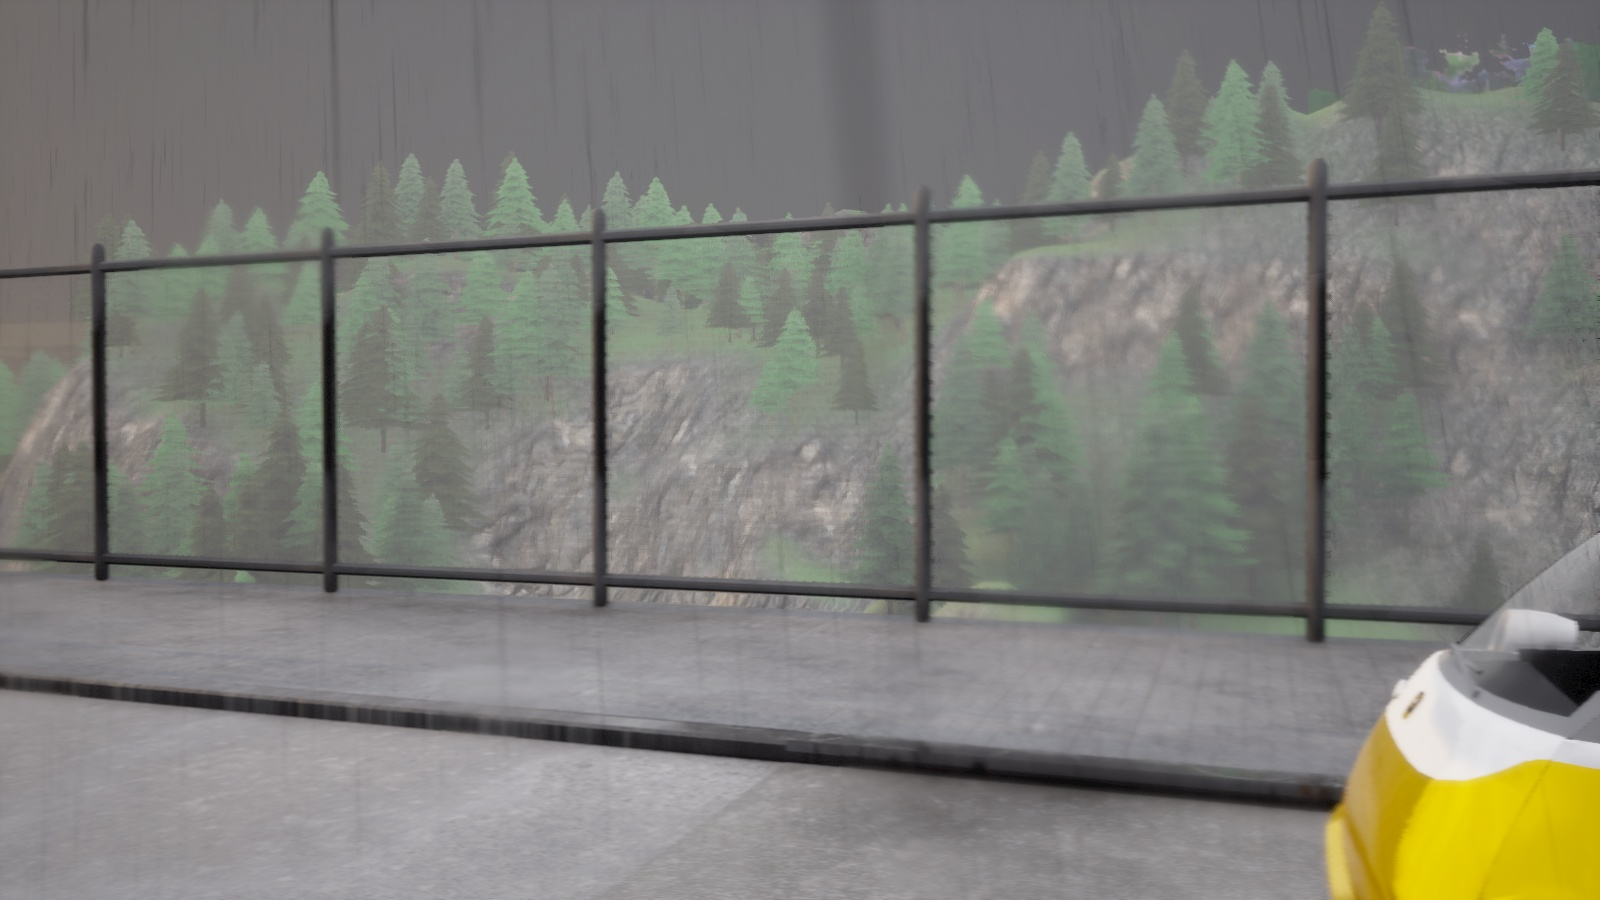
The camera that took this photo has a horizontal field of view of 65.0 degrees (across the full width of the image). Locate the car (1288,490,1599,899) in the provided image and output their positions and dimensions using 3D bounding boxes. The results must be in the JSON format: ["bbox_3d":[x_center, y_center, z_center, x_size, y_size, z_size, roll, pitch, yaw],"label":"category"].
[{"bbox_3d":[2.355,0.844,2.939,2.207,1.376,1.481,1,1,20],"label":"car"}]
